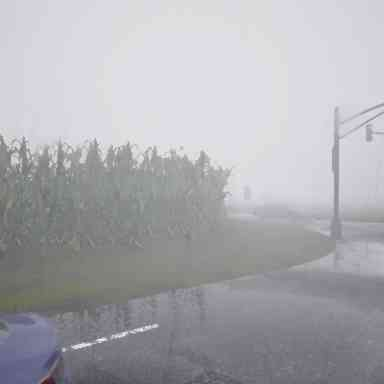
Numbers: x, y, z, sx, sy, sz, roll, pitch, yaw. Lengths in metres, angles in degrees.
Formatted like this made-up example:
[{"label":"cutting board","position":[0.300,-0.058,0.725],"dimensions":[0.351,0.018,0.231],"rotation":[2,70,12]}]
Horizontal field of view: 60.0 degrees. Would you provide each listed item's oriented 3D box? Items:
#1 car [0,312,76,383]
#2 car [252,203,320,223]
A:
[{"label":"car","position":[-3.073,1.525,1.764],"dimensions":[4.674,1.442,1.812],"rotation":[0,0,-35]},{"label":"car","position":[6.926,1.518,25.211],"dimensions":[2.033,1.411,5.357],"rotation":[1,0,-34]}]
